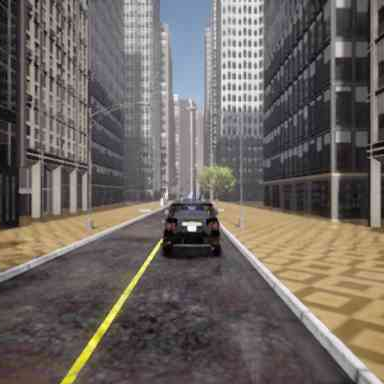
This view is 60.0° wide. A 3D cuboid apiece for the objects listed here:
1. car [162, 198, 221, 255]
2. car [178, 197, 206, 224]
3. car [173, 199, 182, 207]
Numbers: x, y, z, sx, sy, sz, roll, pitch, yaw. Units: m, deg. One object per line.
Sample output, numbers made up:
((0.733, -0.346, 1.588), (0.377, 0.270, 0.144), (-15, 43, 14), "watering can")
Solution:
((0.000, 1.357, 14.020), (2.150, 2.045, 5.566), (0, 0, 0), "car")
((0.000, 1.509, 29.021), (2.150, 2.045, 5.566), (0, 0, 0), "car")
((-3.003, 2.255, 69.247), (1.812, 1.442, 4.674), (0, -1, 0), "car")
